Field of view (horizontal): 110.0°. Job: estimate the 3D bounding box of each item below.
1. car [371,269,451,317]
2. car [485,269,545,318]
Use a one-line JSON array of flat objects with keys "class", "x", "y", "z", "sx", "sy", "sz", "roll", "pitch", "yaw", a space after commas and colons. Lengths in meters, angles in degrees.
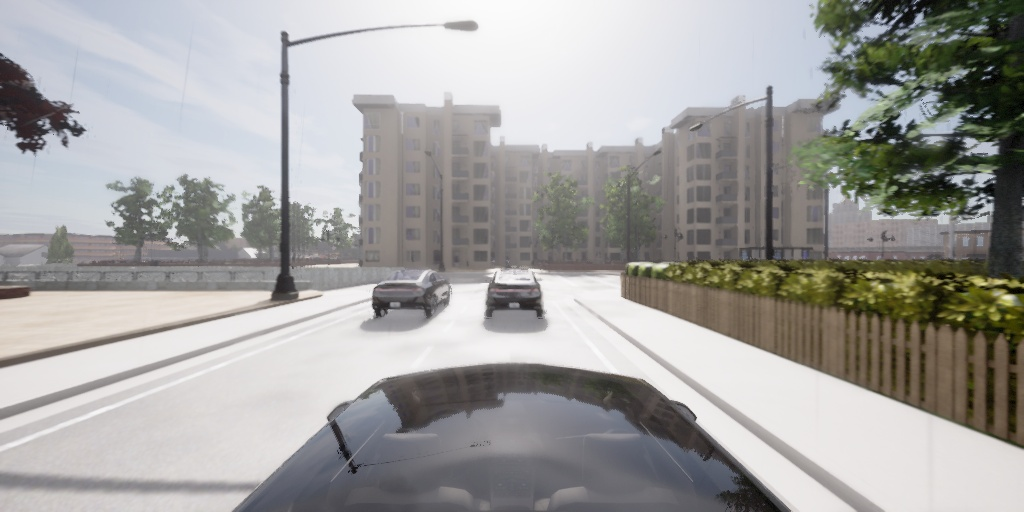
[{"class": "car", "x": -3.415, "y": 1.211, "z": 12.933, "sx": 2.128, "sy": 1.511, "sz": 4.902, "roll": 0, "pitch": 0, "yaw": 0}, {"class": "car", "x": 0.092, "y": 1.212, "z": 12.764, "sx": 2.128, "sy": 1.511, "sz": 4.902, "roll": 0, "pitch": 0, "yaw": 0}]
